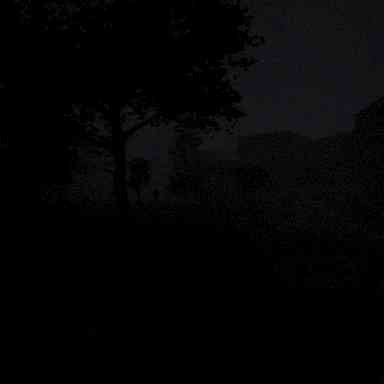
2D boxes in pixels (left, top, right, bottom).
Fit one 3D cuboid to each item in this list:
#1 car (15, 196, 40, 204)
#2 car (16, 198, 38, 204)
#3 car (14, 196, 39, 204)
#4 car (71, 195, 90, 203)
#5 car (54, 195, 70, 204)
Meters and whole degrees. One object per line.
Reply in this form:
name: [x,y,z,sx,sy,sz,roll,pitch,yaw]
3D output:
car: [-42.231,2.071,85.389,5.566,2.045,2.435,-1,-1,-24]
car: [-41.102,2.251,82.828,4.892,1.521,2.231,-1,-1,-24]
car: [-39.996,1.932,80.407,5.566,2.045,2.435,-1,-1,-24]
car: [-30.406,1.844,88.861,5.566,2.045,2.435,-1,-1,-24]
car: [-29.432,1.931,74.537,1.812,1.442,4.674,-1,-1,-7]
